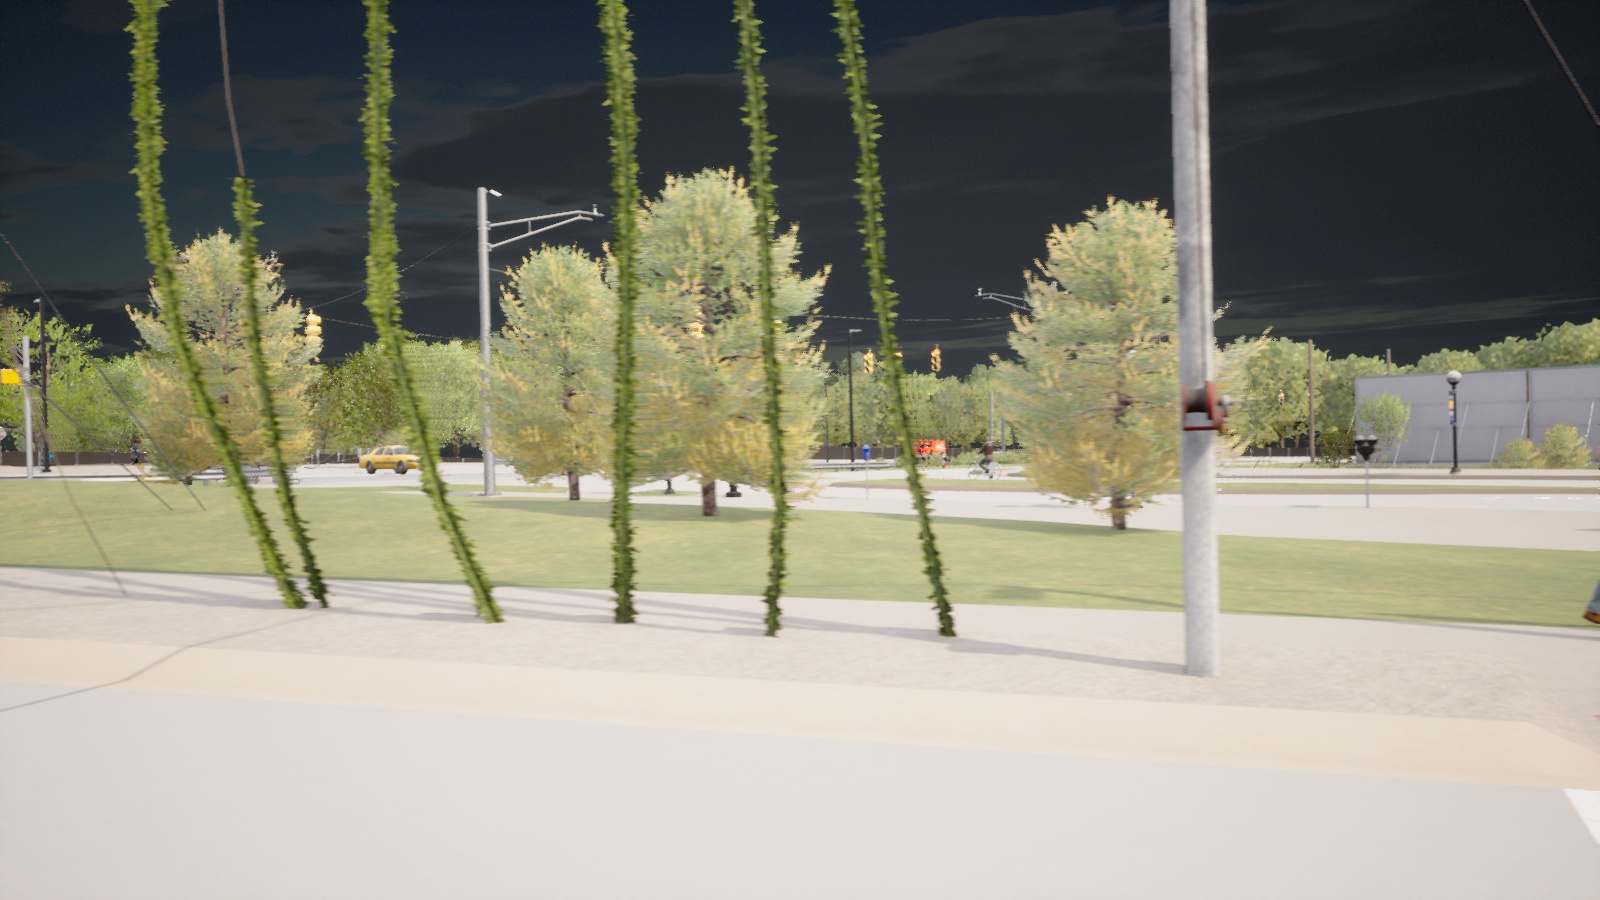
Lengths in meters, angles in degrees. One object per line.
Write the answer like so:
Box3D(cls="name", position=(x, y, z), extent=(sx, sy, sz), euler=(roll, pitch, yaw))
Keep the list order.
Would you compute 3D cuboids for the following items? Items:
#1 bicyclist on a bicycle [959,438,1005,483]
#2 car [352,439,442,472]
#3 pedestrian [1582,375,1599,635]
Box3D(cls="bicyclist on a bicycle", position=(7.352, 0.412, 50.793), extent=(0.659, 1.776, 1.843), euler=(0, 0, -39))
Box3D(cls="car", position=(-20.577, 0.285, 63.996), extent=(5.366, 1.575, 1.801), euler=(0, 0, 41))
Box3D(cls="pedestrian", position=(5.954, 0.382, 8.917), extent=(0.594, 1.836, 0.345), euler=(-1, 1, 17))
